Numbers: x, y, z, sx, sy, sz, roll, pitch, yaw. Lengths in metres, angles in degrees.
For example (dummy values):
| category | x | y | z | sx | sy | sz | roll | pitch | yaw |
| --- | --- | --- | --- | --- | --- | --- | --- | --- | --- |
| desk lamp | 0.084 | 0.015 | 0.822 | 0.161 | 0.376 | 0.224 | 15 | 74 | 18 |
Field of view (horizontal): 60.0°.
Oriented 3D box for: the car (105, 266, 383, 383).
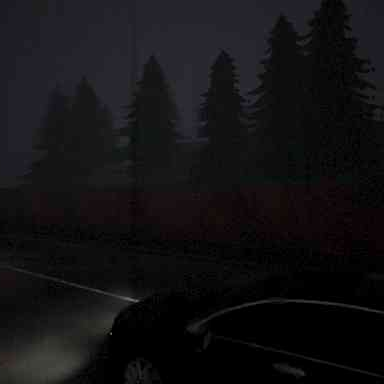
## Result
| category | x | y | z | sx | sy | sz | roll | pitch | yaw |
| --- | --- | --- | --- | --- | --- | --- | --- | --- | --- |
| car | 1.247 | 1.505 | 3.101 | 4.892 | 1.490 | 1.837 | 0 | 0 | 36 |
